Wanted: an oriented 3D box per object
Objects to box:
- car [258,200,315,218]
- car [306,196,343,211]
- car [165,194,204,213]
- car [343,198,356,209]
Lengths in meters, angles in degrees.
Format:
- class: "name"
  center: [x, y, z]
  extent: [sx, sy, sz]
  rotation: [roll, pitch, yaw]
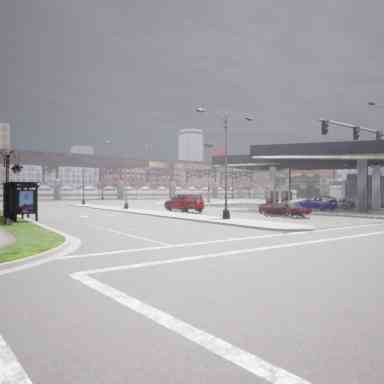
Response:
- class: "car"
  center: [8.287, 1.601, 30.154]
  extent: [1.895, 1.301, 4.718]
  rotation: [0, 0, -35]
- class: "car"
  center: [14.306, 1.295, 38.319]
  extent: [2.242, 1.667, 4.611]
  rotation: [0, 0, -35]
- class: "car"
  center: [-0.880, 1.221, 37.167]
  extent: [2.150, 2.045, 5.566]
  rotation: [0, 0, -35]
- class: "car"
  center: [18.580, 1.456, 42.233]
  extent: [1.970, 1.475, 3.806]
  rotation: [0, 0, -35]
